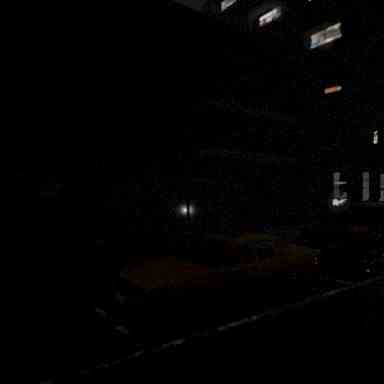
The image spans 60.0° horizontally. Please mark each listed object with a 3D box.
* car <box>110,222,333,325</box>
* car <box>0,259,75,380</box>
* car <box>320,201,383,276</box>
[{"bbox_3d":[0.743,1.499,7.075,4.829,1.417,1.752,0,1,-35],"label":"car"},{"bbox_3d":[-3.653,1.570,3.940,4.313,1.339,1.947,0,1,-35],"label":"car"},{"bbox_3d":[5.418,1.256,10.404,5.009,1.841,2.192,0,1,-35],"label":"car"}]
